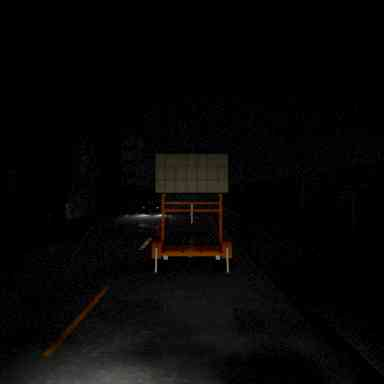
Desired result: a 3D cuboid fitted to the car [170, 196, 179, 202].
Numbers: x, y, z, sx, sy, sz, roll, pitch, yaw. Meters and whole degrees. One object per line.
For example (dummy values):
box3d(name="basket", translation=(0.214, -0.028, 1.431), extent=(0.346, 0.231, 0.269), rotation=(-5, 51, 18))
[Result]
box3d(name="car", translation=(-4.027, 1.505, 76.215), extent=(2.033, 1.411, 5.357), rotation=(0, 0, 0))

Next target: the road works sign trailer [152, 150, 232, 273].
box3d(name="road works sign trailer", translation=(-0.004, 0.464, 10.652), extent=(2.380, 3.560, 2.880), rotation=(0, 0, 0))

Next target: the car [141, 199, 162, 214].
box3d(name="car", translation=(-4.113, 1.525, 34.944), extent=(1.812, 1.442, 4.674), rotation=(0, 0, 0))
